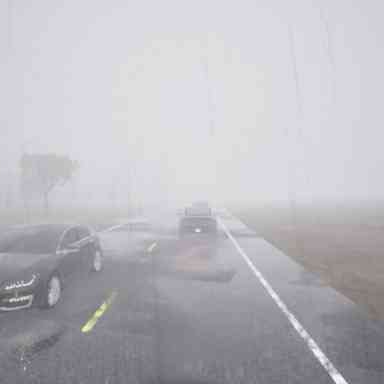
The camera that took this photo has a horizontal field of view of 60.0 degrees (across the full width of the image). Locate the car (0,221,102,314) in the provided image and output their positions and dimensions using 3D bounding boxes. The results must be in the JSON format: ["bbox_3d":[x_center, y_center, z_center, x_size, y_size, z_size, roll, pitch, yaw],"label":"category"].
[{"bbox_3d":[-3.534,1.504,7.876,1.837,1.490,4.892,0,0,1],"label":"car"}]

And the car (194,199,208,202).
[{"bbox_3d":[0.943,1.476,35.963,1.882,1.535,5.008,0,0,3],"label":"car"}]

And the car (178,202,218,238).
[{"bbox_3d":[0.322,1.507,17.658,1.837,1.490,4.892,0,0,1],"label":"car"}]
